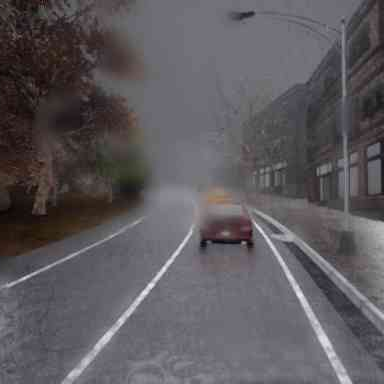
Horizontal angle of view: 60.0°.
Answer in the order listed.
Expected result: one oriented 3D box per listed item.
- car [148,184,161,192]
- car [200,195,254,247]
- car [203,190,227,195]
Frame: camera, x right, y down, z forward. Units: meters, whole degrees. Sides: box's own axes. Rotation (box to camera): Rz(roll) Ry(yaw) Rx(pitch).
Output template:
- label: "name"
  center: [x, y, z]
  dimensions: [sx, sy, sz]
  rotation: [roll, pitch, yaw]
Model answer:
- label: "car"
  center: [-7.192, -0.754, 63.311]
  dimensions: [1.882, 1.535, 5.008]
  rotation: [2, 2, -17]
- label: "car"
  center: [1.397, 1.140, 13.407]
  dimensions: [1.882, 1.535, 5.008]
  rotation: [0, 2, 6]
- label: "car"
  center: [2.050, 0.587, 28.653]
  dimensions: [1.882, 1.535, 5.008]
  rotation: [1, 2, -1]
